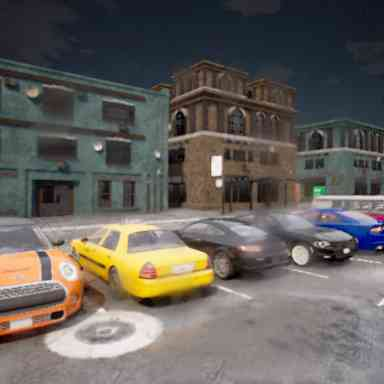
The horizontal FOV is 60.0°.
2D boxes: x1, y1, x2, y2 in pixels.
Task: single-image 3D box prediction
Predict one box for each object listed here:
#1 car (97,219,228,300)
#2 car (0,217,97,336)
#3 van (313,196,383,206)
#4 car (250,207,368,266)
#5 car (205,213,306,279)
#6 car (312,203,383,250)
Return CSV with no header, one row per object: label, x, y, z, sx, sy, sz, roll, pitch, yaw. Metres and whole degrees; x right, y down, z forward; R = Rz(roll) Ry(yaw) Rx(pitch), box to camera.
car,-1.654,1.454,8.493,1.946,1.575,5.366,0,0,-35
car,-3.831,1.350,6.751,2.185,1.767,4.553,0,0,-35
van,7.585,1.150,14.710,1.878,1.987,4.442,-1,0,-35
car,2.983,1.417,11.579,2.097,1.535,5.008,-1,0,-35
car,0.721,1.478,9.956,2.002,1.452,4.674,0,0,-35
car,5.255,1.397,13.186,2.097,1.535,5.008,-1,0,-35
